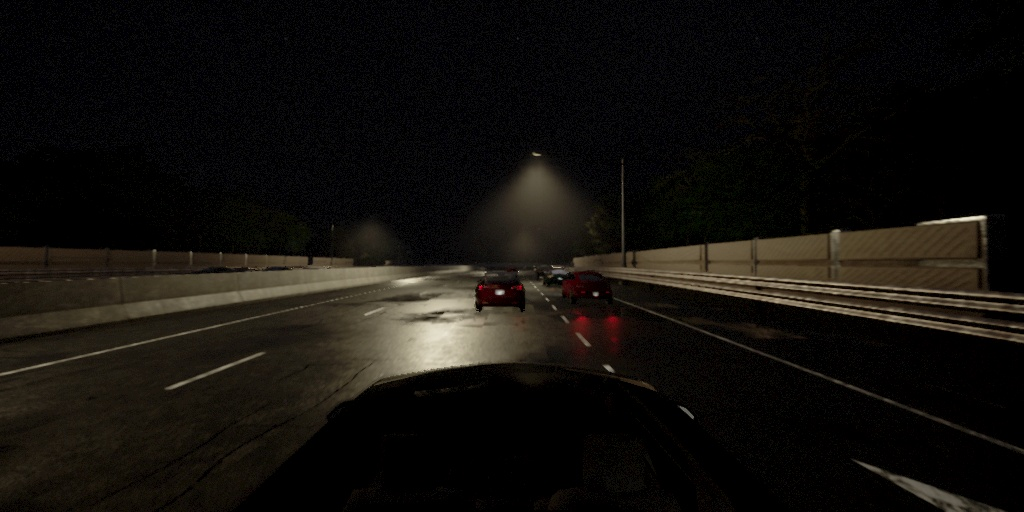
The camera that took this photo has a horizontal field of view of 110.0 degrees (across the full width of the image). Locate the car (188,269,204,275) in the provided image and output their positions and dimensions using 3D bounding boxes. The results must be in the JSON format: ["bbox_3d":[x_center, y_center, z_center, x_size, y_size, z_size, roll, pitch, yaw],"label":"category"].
[{"bbox_3d":[-28.080,1.723,33.868,1.812,1.442,4.674,0,-1,0],"label":"car"}]

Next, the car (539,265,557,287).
[{"bbox_3d":[3.499,1.652,28.287,1.994,1.385,4.181,0,-1,0],"label":"car"}]

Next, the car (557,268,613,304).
[{"bbox_3d":[3.499,1.438,17.274,1.812,1.442,4.674,0,-1,0],"label":"car"}]

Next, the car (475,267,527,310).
[{"bbox_3d":[-0.428,1.391,15.389,2.163,1.488,4.792,0,-1,0],"label":"car"}]

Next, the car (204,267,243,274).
[{"bbox_3d":[-24.583,1.725,32.079,1.994,1.385,4.181,0,-1,0],"label":"car"}]

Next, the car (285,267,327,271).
[{"bbox_3d":[-17.586,1.683,31.900,1.812,1.442,4.674,0,-1,0],"label":"car"}]

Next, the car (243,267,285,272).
[{"bbox_3d":[-21.086,1.683,31.905,1.812,1.442,4.674,0,-1,0],"label":"car"}]

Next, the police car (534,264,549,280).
[{"bbox_3d":[3.498,1.744,39.410,1.930,1.638,5.238,0,-1,0],"label":"police car"}]
